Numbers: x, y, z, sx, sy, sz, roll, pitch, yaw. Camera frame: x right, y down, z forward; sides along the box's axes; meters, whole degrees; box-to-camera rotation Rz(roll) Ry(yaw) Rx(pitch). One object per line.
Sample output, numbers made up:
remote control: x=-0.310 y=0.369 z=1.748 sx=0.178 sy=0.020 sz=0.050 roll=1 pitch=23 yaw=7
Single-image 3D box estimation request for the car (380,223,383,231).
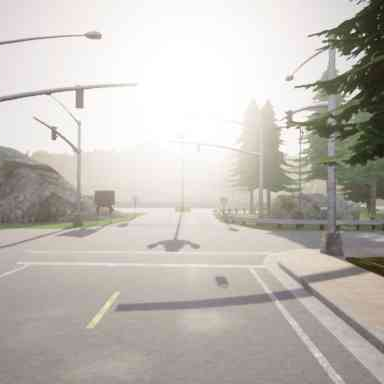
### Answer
car: x=15.001 y=2.060 z=21.056 sx=5.357 sy=1.411 sz=2.033 roll=0 pitch=-1 yaw=-2
